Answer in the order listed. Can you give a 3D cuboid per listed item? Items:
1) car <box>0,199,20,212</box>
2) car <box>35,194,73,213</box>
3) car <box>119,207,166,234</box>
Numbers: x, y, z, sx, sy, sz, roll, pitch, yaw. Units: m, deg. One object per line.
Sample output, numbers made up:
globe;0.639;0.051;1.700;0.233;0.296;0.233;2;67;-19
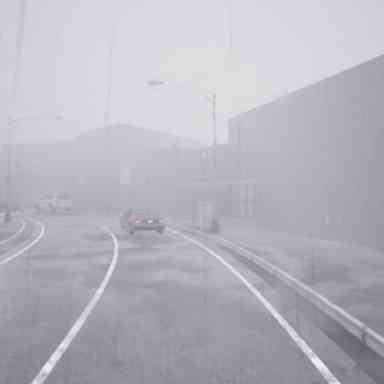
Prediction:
car;-21.659;1.452;37.622;5.357;1.411;2.033;1;-1;34
car;-15.652;1.209;37.572;5.566;2.045;2.150;0;-1;41
car;-3.011;1.567;19.358;2.033;1.411;5.357;0;0;-20
